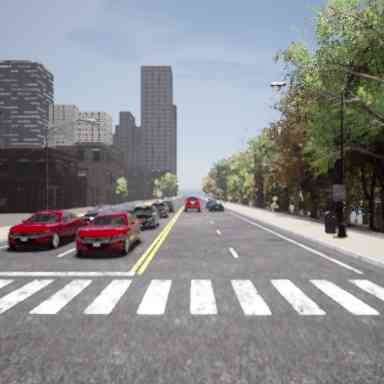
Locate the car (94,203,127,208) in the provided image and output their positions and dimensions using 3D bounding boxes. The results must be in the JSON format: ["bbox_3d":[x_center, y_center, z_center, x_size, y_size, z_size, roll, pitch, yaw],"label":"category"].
[{"bbox_3d":[-6.607,1.717,24.992,2.128,1.511,4.902,0,-1,0],"label":"car"}]

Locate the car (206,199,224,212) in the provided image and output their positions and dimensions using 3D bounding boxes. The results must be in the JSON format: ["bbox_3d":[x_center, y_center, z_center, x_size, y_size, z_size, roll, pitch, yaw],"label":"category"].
[{"bbox_3d":[3.341,1.973,45.817,1.994,1.385,4.181,0,-1,0],"label":"car"}]

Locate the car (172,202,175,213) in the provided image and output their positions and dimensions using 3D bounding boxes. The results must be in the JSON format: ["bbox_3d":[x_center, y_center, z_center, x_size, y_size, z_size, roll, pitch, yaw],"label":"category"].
[{"bbox_3d":[-3.313,1.871,43.967,1.882,1.535,5.008,0,0,1],"label":"car"}]

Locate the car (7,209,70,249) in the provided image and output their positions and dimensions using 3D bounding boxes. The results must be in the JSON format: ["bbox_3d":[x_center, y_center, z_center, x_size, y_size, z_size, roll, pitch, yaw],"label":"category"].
[{"bbox_3d":[-6.605,1.619,15.570,1.882,1.535,5.008,0,0,0],"label":"car"}]

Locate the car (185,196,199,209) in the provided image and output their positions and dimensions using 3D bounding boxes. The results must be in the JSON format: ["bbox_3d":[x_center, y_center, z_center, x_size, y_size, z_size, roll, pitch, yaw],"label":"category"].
[{"bbox_3d":[-0.013,1.717,55.665,2.150,2.045,5.566,0,-1,0],"label":"car"}]

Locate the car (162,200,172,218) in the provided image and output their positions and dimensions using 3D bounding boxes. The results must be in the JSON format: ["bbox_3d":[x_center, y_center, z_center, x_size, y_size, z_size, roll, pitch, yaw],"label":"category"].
[{"bbox_3d":[-3.349,1.808,33.757,1.837,1.490,4.892,0,-1,0],"label":"car"}]

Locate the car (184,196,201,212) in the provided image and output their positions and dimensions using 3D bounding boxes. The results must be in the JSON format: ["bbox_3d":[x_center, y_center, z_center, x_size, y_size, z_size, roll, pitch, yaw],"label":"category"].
[{"bbox_3d":[0.086,1.624,45.129,2.150,2.045,5.566,0,-1,0],"label":"car"}]

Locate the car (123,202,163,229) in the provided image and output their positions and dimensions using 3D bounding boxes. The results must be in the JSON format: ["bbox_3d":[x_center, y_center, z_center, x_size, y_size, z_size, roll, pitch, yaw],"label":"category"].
[{"bbox_3d":[-3.357,1.718,23.682,1.837,1.490,4.892,0,-1,0],"label":"car"}]

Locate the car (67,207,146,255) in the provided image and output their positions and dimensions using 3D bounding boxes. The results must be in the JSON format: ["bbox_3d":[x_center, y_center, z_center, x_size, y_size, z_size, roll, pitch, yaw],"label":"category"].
[{"bbox_3d":[-3.353,1.606,14.192,1.882,1.535,5.008,0,0,0],"label":"car"}]
